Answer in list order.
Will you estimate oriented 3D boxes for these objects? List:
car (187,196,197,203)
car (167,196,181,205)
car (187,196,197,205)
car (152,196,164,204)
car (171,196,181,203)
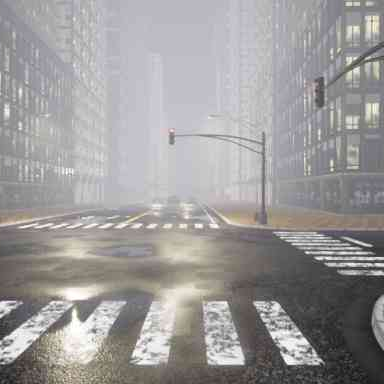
[{"bbox_3d":[-0.039,1.541,70.598,1.994,1.385,4.181,0,0,0],"label":"car"},{"bbox_3d":[-3.284,1.453,60.149,2.097,1.767,4.553,0,0,0],"label":"car"},{"bbox_3d":[-0.034,1.703,60.626,1.895,1.301,4.718,0,0,0],"label":"car"},{"bbox_3d":[-6.536,1.608,64.345,2.128,1.511,4.902,0,0,0],"label":"car"},{"bbox_3d":[-3.290,1.565,70.209,1.895,1.301,4.718,0,0,0],"label":"car"}]
